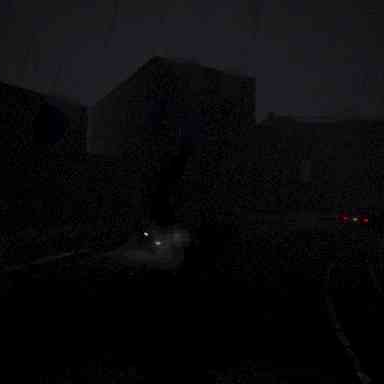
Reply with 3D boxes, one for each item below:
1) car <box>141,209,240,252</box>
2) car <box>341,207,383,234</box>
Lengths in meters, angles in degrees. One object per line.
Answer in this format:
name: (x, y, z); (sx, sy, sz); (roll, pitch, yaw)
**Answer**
car: (0.246, 1.451, 13.946); (2.033, 1.411, 5.357); (1, 0, 32)
car: (11.159, 1.592, 19.531); (5.357, 1.411, 2.033); (1, 1, -30)
